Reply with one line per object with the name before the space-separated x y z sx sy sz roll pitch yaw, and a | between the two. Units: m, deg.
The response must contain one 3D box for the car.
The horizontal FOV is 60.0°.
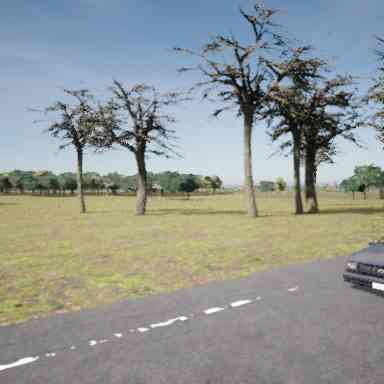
car | 5.999 1.545 8.376 5.357 1.411 2.033 0 0 -36
